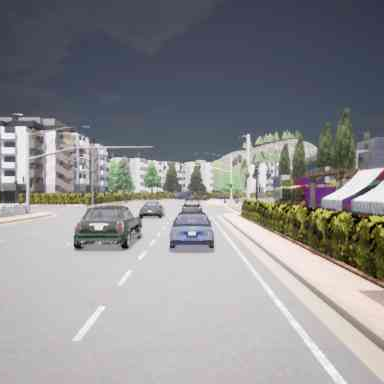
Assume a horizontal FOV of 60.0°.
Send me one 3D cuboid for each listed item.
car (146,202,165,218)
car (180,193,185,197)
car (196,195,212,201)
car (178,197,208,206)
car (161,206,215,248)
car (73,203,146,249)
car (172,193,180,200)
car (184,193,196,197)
[{"bbox_3d":[-3.500,1.571,29.650,1.994,1.385,4.181,0,0,0],"label":"car"},{"bbox_3d":[-0.573,1.593,92.375,1.895,1.301,4.718,0,0,31],"label":"car"},{"bbox_3d":[3.387,1.512,84.866,1.812,1.442,4.674,0,0,25],"label":"car"},{"bbox_3d":[0.000,1.493,29.650,2.128,1.511,4.902,0,0,0],"label":"car"},{"bbox_3d":[0.000,1.561,14.650,2.033,1.411,5.357,0,0,0],"label":"car"},{"bbox_3d":[-3.500,1.364,14.620,2.097,1.767,4.553,0,0,0],"label":"car"},{"bbox_3d":[-3.432,1.218,94.399,2.150,2.045,5.566,0,0,31],"label":"car"},{"bbox_3d":[0.457,1.548,86.882,1.994,1.385,4.181,0,0,25],"label":"car"}]
